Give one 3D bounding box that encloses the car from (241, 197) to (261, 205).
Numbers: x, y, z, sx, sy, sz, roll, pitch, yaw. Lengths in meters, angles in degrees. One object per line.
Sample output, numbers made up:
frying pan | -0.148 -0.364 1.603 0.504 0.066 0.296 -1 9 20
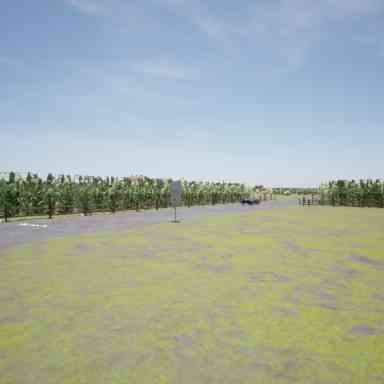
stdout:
car | 10.115 1.573 56.885 1.895 1.301 4.718 0 0 31
